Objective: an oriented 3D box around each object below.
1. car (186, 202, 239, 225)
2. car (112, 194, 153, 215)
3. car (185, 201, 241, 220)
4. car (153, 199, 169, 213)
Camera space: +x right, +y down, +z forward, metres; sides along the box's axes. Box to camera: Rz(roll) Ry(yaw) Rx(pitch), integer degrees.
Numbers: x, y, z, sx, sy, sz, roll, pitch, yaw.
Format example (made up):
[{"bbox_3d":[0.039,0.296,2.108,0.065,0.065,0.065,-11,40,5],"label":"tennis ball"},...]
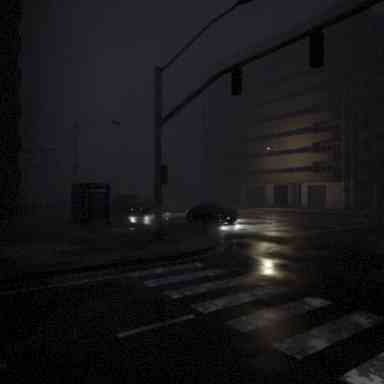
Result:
[{"bbox_3d":[1.338,1.613,24.520,1.994,1.385,4.181,0,0,-36],"label":"car"},{"bbox_3d":[-6.699,1.271,35.517,2.150,2.045,5.566,0,0,-36],"label":"car"},{"bbox_3d":[1.771,1.595,29.851,2.033,1.411,5.357,0,0,-36],"label":"car"},{"bbox_3d":[-4.535,1.538,38.492,2.128,1.511,4.902,0,0,-36],"label":"car"}]
